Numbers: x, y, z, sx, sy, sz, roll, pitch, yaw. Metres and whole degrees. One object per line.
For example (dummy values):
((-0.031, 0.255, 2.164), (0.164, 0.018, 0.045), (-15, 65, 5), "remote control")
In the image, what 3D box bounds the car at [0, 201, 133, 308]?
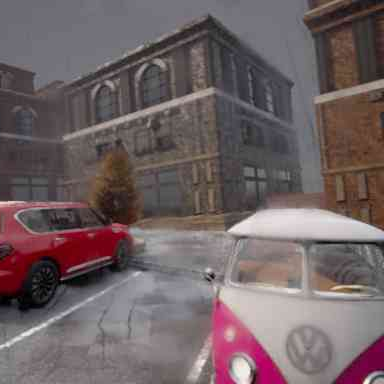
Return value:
((-3.478, 1.243, 8.232), (2.435, 2.045, 5.566), (0, -1, 16), "car")

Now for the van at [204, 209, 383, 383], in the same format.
((1.451, 1.260, 4.554), (1.878, 1.987, 4.442), (0, -1, 16), "van")
